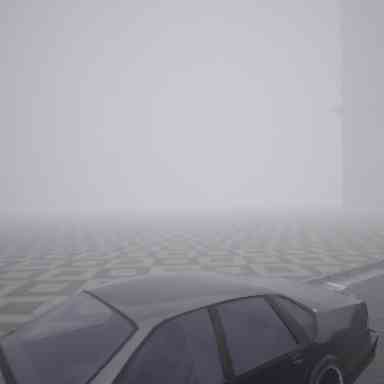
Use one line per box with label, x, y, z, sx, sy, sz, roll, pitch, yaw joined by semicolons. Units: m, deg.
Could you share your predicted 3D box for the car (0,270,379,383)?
car;-0.306;1.563;3.049;5.357;1.411;2.033;0;0;-37
